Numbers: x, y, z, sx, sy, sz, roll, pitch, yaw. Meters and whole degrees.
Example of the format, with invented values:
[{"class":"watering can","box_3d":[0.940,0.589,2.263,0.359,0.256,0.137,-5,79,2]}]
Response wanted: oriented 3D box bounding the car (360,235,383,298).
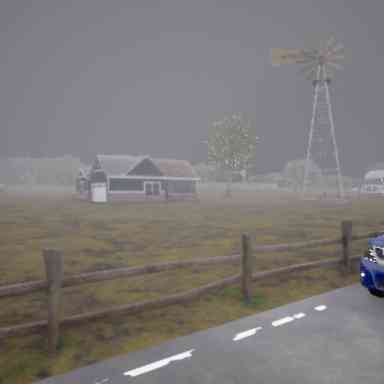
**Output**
[{"class":"car","box_3d":[6.001,1.197,7.325,5.566,2.045,2.150,0,0,-35]}]
